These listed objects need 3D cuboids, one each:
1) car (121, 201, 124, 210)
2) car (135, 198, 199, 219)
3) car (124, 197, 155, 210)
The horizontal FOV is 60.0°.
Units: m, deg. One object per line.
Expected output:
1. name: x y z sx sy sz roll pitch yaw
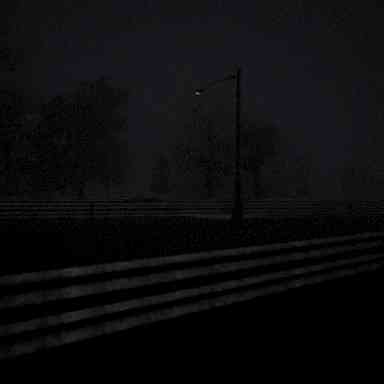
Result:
1. car: -4.572 1.275 32.967 4.892 1.490 1.837 1 -1 -22
2. car: -1.794 1.366 26.604 4.718 1.301 1.895 1 0 -22
3. car: -3.183 1.264 29.752 4.892 1.490 1.837 1 -1 -22
